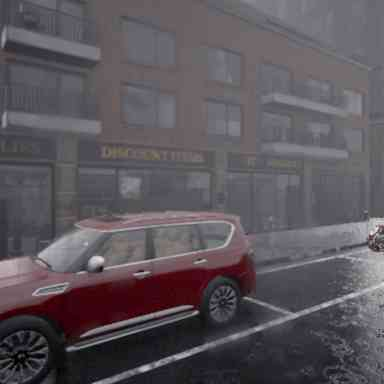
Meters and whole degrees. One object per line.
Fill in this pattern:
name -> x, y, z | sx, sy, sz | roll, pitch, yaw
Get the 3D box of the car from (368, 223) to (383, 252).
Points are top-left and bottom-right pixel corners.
car -> 8.118, 1.345, 11.977 | 4.097, 1.590, 1.967 | 0, 0, -35

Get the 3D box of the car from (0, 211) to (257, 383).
car -> -1.134, 1.300, 5.378 | 5.009, 1.841, 2.192 | 0, 0, -35
